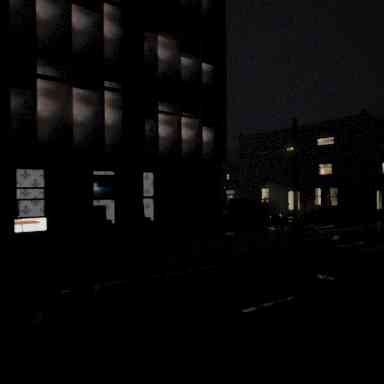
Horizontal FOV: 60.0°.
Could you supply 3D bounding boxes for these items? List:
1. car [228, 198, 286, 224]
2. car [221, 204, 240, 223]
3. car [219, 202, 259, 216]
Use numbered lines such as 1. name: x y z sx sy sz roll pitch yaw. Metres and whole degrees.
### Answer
1. car: 5.249 1.516 28.195 2.150 2.045 5.566 -1 0 -37
2. car: 1.632 1.926 28.496 1.947 1.339 4.313 -2 0 -37
3. car: 5.268 1.907 38.085 2.008 1.369 4.403 -2 0 -37
